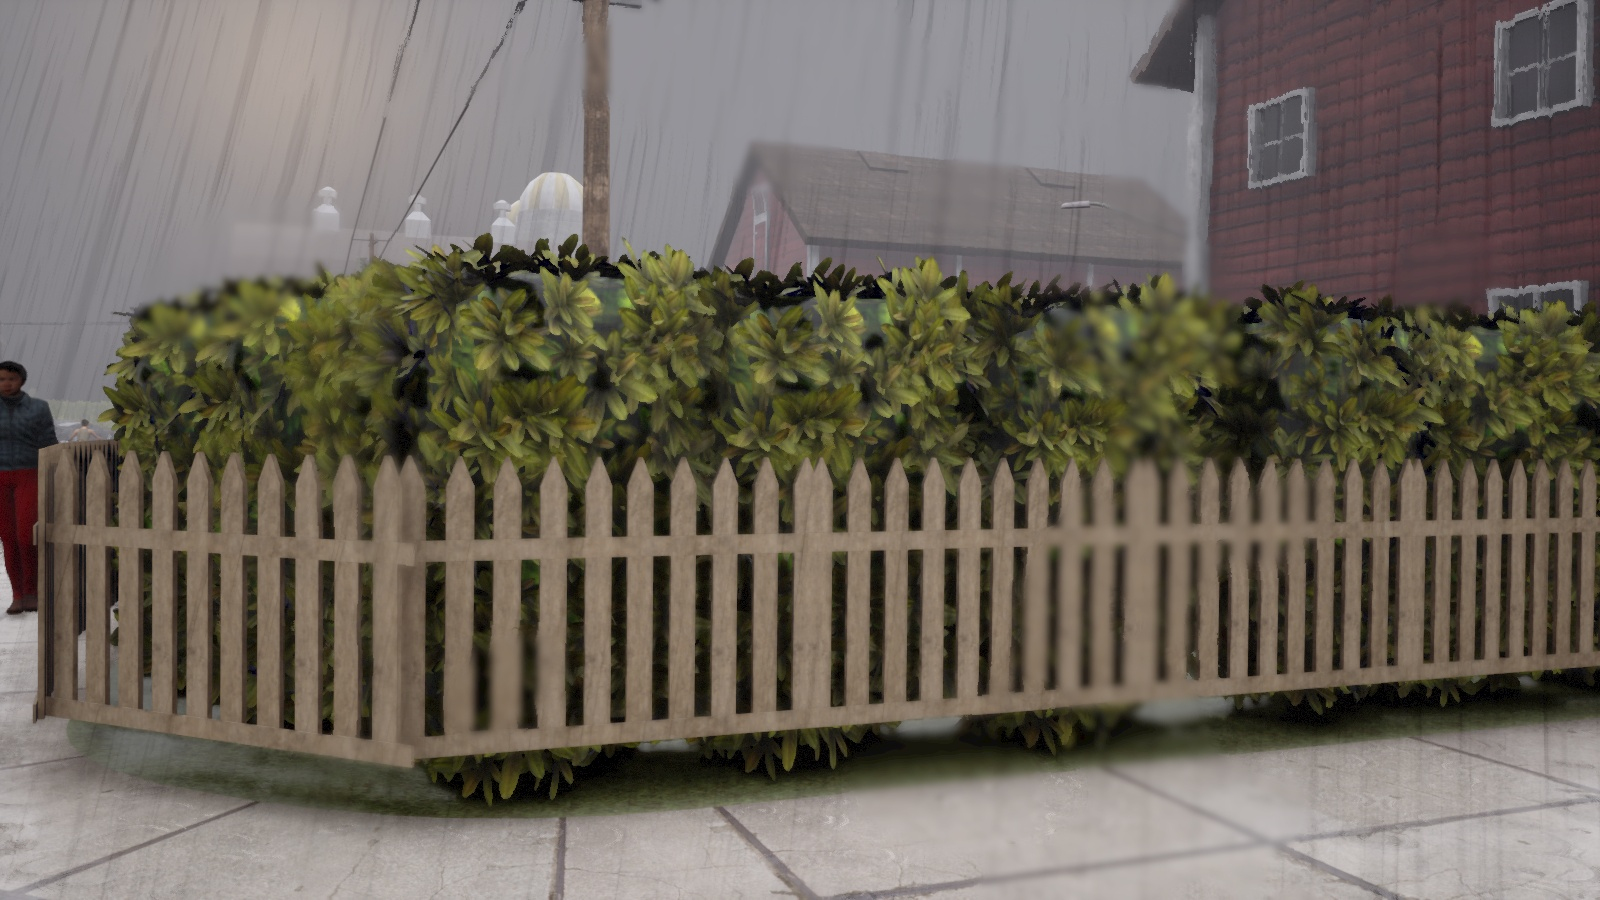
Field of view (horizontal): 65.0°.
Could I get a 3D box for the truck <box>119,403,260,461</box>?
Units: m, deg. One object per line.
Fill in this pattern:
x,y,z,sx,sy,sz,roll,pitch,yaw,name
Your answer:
-38.782,-1.128,79.843,7.936,3.462,2.891,-1,1,12,truck

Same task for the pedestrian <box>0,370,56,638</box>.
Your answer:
-5.560,0.368,8.946,0.353,1.847,0.614,-1,1,-25,pedestrian
